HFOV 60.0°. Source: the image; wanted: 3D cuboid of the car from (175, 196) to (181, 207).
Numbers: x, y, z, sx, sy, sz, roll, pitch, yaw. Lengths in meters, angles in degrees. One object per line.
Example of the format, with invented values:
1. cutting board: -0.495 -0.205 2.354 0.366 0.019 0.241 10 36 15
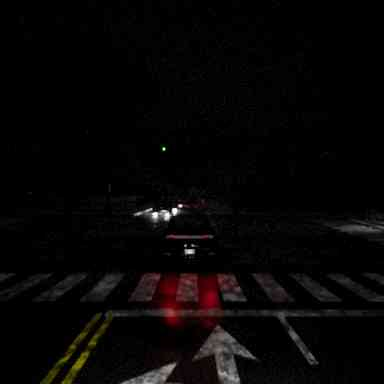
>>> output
1. car: -2.960 1.516 46.332 1.895 1.301 4.718 0 0 1

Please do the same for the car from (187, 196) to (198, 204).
1. car: 0.125 1.591 66.397 1.994 1.385 4.181 0 0 1

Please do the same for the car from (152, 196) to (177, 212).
1. car: -3.091 1.442 36.098 1.994 1.385 4.181 0 0 1

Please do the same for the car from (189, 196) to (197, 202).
1. car: 0.270 1.686 78.209 1.895 1.301 4.718 0 -1 1

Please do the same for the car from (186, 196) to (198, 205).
1. car: 0.006 1.491 56.382 1.812 1.442 4.674 0 0 1

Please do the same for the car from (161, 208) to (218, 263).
1. car: -0.113 1.591 12.417 2.128 1.511 4.902 0 0 -1
